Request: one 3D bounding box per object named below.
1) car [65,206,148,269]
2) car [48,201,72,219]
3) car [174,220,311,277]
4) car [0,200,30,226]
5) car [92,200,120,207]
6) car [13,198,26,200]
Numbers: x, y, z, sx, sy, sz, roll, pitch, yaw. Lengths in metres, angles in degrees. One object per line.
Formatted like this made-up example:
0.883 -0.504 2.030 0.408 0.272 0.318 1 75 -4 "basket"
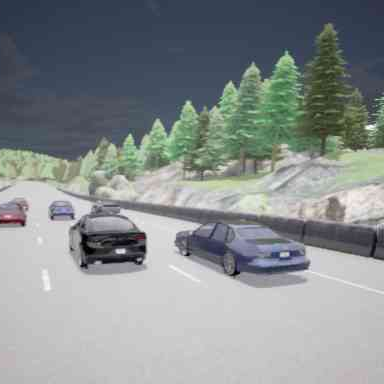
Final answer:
-3.019 1.458 11.337 1.882 1.535 5.008 1 0 -26 "car"
-10.930 1.442 27.834 2.033 1.411 5.357 1 0 -26 "car"
1.230 1.594 10.568 2.033 1.411 5.357 1 0 -26 "car"
-11.957 1.428 21.884 1.994 1.385 4.181 1 0 -26 "car"
-7.483 1.444 28.741 2.128 1.511 4.902 1 0 -26 "car"
-18.844 1.354 36.235 1.994 1.385 4.181 1 0 -26 "car"
